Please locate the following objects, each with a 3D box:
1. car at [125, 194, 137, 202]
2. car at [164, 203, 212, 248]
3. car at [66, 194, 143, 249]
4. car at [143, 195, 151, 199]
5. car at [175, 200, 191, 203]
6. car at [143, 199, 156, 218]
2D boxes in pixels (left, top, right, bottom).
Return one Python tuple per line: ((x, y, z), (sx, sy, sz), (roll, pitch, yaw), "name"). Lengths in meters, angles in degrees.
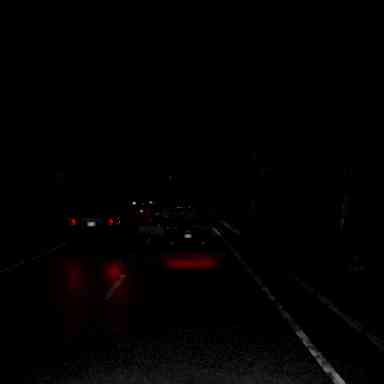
((-14.021, 1.295, 76.478), (2.097, 1.767, 4.553), (0, 0, -3), "car")
((-0.223, 1.482, 14.797), (1.882, 1.535, 5.008), (0, 0, -2), "car")
((-3.722, 1.255, 14.728), (2.150, 2.045, 5.566), (0, 0, -2), "car")
((-10.526, 1.493, 76.656), (1.994, 1.385, 4.181), (0, 0, -3), "car")
((-0.814, 1.492, 29.889), (2.128, 1.511, 4.902), (0, 0, -3), "car")
((-4.310, 1.570, 29.720), (1.994, 1.385, 4.181), (0, 0, -3), "car")
